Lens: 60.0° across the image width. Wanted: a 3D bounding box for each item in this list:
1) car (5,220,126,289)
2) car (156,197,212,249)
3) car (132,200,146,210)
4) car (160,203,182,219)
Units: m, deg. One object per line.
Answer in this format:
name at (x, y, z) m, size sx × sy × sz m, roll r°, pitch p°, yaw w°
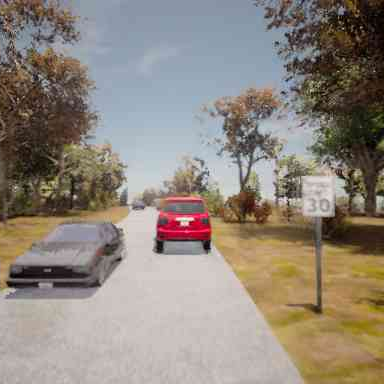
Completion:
car at (-3.088, 1.536, 9.458) m, size 2.033 × 1.411 × 5.357 m, roll 0°, pitch 0°, yaw -2°
car at (-0.426, 1.246, 14.748) m, size 2.150 × 2.045 × 5.566 m, roll 0°, pitch 0°, yaw -3°
car at (-8.003, 1.961, 50.027) m, size 2.033 × 1.411 × 5.357 m, roll 1°, pitch -1°, yaw -11°
car at (-2.120, 1.770, 32.365) m, size 1.895 × 1.301 × 4.718 m, roll 1°, pitch -1°, yaw -7°
